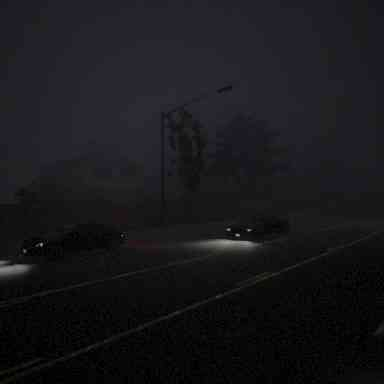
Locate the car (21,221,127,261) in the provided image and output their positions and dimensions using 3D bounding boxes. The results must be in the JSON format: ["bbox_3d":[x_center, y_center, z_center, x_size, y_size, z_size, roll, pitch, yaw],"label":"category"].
[{"bbox_3d":[-5.102,2.071,14.933,1.812,1.442,4.674,-3,-2,40],"label":"car"}]

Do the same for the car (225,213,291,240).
[{"bbox_3d":[4.247,2.022,20.502,2.033,1.411,5.357,-3,-2,40],"label":"car"}]
